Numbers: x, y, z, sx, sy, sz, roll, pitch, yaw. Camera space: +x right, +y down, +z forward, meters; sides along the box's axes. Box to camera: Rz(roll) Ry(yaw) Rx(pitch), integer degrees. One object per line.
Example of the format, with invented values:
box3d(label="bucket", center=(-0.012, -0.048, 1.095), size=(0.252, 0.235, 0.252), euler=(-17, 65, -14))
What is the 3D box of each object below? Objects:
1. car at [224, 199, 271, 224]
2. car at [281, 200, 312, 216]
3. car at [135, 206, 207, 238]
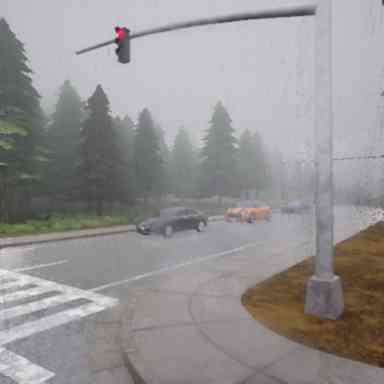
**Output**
box3d(label="car", center=(4.395, 1.440, 25.898), size=(2.097, 1.767, 4.553), euler=(0, 0, 37))
box3d(label="car", center=(10.917, 1.564, 34.654), size=(1.882, 1.535, 5.008), euler=(0, 0, 37))
box3d(label="car", center=(-1.019, 1.592, 18.612), size=(1.837, 1.490, 4.892), euler=(0, 0, 37))
